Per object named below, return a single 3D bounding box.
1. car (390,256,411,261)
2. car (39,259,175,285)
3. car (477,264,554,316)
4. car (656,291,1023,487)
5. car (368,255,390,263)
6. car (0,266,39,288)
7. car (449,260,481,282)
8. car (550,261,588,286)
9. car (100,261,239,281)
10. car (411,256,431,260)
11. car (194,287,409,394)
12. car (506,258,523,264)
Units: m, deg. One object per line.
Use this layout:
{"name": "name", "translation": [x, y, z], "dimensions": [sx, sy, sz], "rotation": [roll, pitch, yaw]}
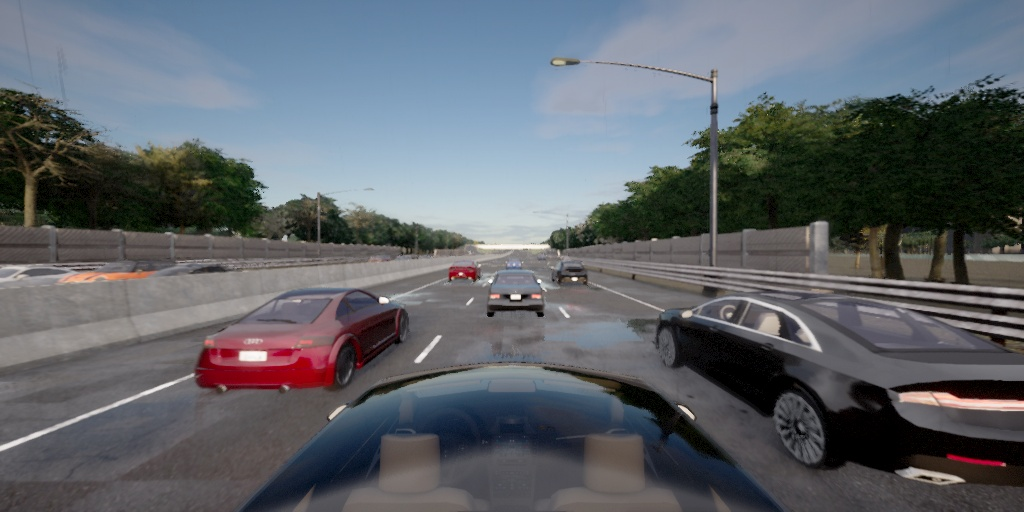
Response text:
{"name": "car", "translation": [-17.250, 0.773, 57.024], "dimensions": [1.837, 1.490, 4.892], "rotation": [0, 0, 1]}
{"name": "car", "translation": [-17.576, 0.970, 16.467], "dimensions": [2.097, 1.767, 4.553], "rotation": [0, 1, 0]}
{"name": "car", "translation": [0.113, 1.200, 12.839], "dimensions": [2.033, 1.411, 5.357], "rotation": [0, 1, 0]}
{"name": "car", "translation": [3.603, 1.215, 4.791], "dimensions": [2.128, 1.511, 4.902], "rotation": [0, 0, 0]}
{"name": "car", "translation": [-20.755, 0.626, 56.325], "dimensions": [2.097, 1.767, 4.553], "rotation": [0, 0, 1]}
{"name": "car", "translation": [-21.080, 1.153, 15.363], "dimensions": [1.812, 1.442, 4.674], "rotation": [0, 1, 0]}
{"name": "car", "translation": [-3.339, 1.014, 26.043], "dimensions": [1.882, 1.535, 5.008], "rotation": [0, 0, 0]}
{"name": "car", "translation": [3.647, 1.067, 23.204], "dimensions": [1.837, 1.490, 4.892], "rotation": [0, 1, 0]}
{"name": "car", "translation": [-14.079, 1.131, 15.572], "dimensions": [1.837, 1.490, 4.892], "rotation": [0, 0, 0]}
{"name": "car", "translation": [-13.764, 0.781, 56.174], "dimensions": [1.837, 1.490, 4.892], "rotation": [0, 0, 1]}
{"name": "car", "translation": [-3.395, 1.270, 6.711], "dimensions": [1.994, 1.385, 4.181], "rotation": [0, 1, 0]}
{"name": "car", "translation": [0.251, 0.959, 40.629], "dimensions": [2.033, 1.411, 5.357], "rotation": [0, 0, 0]}
